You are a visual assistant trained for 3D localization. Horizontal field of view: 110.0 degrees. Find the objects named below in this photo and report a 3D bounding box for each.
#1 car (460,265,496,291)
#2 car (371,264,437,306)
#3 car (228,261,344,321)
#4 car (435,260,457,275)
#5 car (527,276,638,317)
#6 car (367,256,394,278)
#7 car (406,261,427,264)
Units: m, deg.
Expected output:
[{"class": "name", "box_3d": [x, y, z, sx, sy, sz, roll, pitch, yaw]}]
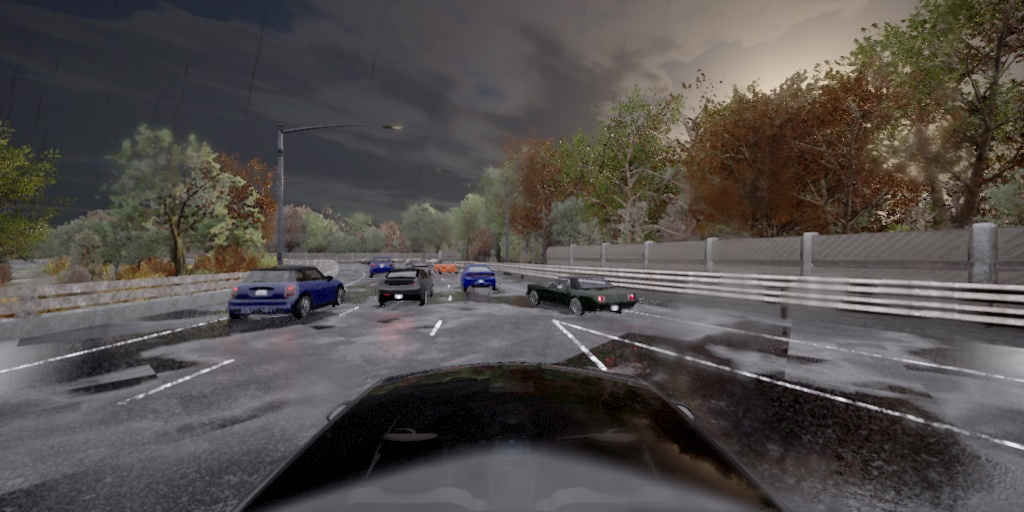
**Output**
[{"class": "car", "box_3d": [-2.215, 1.287, 22.643, 1.882, 1.535, 5.008, 0, 0, -10]}, {"class": "car", "box_3d": [-4.633, 1.296, 16.051, 1.837, 1.490, 4.892, 0, 0, -7]}, {"class": "car", "box_3d": [-7.760, 1.135, 12.875, 2.097, 1.767, 4.553, 0, 0, -6]}, {"class": "car", "box_3d": [-7.762, 1.215, 41.504, 2.097, 1.767, 4.553, 0, 0, -21]}, {"class": "car", "box_3d": [2.357, 1.384, 13.527, 1.895, 1.301, 4.718, 0, 0, -25]}, {"class": "car", "box_3d": [-13.134, 1.070, 36.178, 2.150, 2.045, 5.566, 0, 0, -19]}, {"class": "car", "box_3d": [-8.978, 1.336, 34.699, 2.128, 1.511, 4.902, 0, 0, -18]}]
